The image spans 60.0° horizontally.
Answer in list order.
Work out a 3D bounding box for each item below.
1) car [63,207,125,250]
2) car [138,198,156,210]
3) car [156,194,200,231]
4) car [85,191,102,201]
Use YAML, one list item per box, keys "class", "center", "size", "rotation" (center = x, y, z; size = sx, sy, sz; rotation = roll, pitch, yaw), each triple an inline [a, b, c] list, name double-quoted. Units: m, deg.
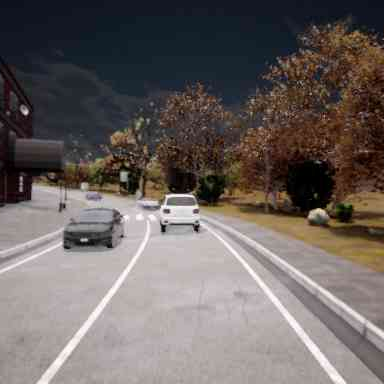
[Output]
- class: "car"
  center: [-4.052, 1.433, 14.406]
  size: [1.882, 1.535, 5.008]
  rotation: [0, 0, -5]
- class: "car"
  center: [-5.101, 1.307, 38.727]
  size: [1.895, 1.301, 4.718]
  rotation: [1, 1, -18]
- class: "car"
  center: [-0.866, 1.158, 20.116]
  size: [2.150, 2.045, 5.566]
  rotation: [0, 0, -7]
- class: "car"
  center: [-15.990, 0.592, 54.115]
  size: [1.812, 1.442, 4.674]
  rotation: [2, 2, -29]
